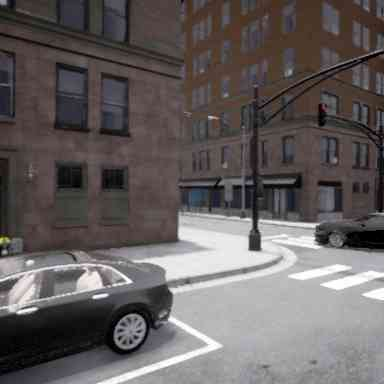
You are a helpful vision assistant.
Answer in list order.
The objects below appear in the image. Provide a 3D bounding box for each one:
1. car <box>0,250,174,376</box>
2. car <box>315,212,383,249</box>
[{"bbox_3d":[-2.331,1.556,4.525,4.403,1.369,2.008,1,0,-36],"label":"car"},{"bbox_3d":[7.660,1.579,13.525,5.008,1.535,1.882,0,3,24],"label":"car"}]
